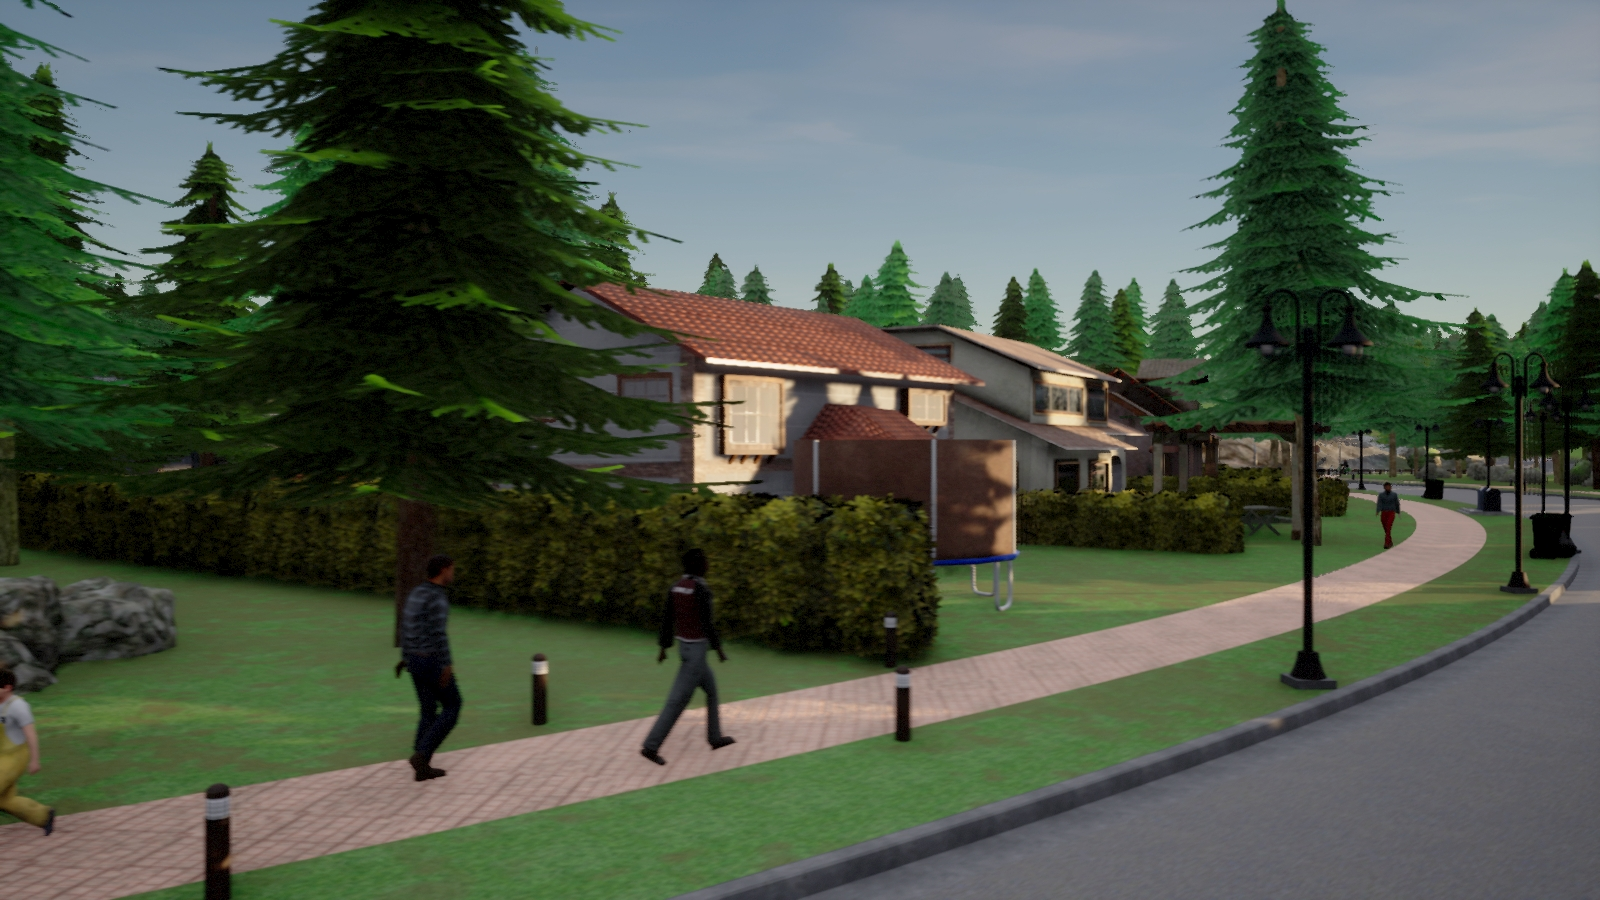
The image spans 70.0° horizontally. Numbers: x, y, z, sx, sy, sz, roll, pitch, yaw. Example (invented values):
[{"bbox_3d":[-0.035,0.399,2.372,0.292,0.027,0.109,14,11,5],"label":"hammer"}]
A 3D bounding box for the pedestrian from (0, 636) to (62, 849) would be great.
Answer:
[{"bbox_3d":[-5.252,1.944,7.676,0.375,1.300,0.375,0,0,34],"label":"pedestrian"}]

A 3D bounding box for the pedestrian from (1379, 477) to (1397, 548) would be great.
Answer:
[{"bbox_3d":[15.747,1.665,30.580,0.375,1.860,0.375,0,0,36],"label":"pedestrian"}]

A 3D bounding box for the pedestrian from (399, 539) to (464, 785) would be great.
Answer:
[{"bbox_3d":[-2.944,1.664,9.116,0.375,1.860,0.375,0,0,-41],"label":"pedestrian"}]

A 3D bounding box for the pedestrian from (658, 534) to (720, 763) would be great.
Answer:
[{"bbox_3d":[-0.944,1.664,9.722,0.375,1.860,0.375,0,0,-40],"label":"pedestrian"}]
